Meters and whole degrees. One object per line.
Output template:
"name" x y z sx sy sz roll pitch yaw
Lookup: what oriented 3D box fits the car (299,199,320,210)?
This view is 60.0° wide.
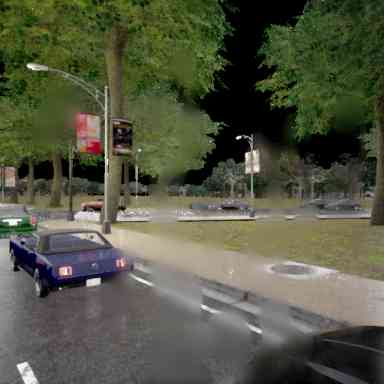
"car" 17.535 1.771 47.154 4.892 1.490 1.837 1 0 -14

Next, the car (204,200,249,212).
"car" 4.465 1.668 40.471 4.902 1.511 2.128 0 0 -14

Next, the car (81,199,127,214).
"car" -9.676 1.696 36.853 4.718 1.301 1.895 0 0 -14

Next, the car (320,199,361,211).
"car" 20.102 1.782 44.450 4.892 1.490 1.837 0 0 -14

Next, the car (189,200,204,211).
"car" 1.704 1.729 43.120 4.181 1.385 1.994 0 0 -14

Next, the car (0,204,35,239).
"car" -8.909 1.350 15.837 2.097 1.767 4.553 0 0 -38

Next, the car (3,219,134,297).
"car" -3.419 1.600 8.719 1.895 1.301 4.718 0 0 -38

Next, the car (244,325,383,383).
"car" 2.352 1.478 1.244 1.882 1.535 5.008 0 0 -38
